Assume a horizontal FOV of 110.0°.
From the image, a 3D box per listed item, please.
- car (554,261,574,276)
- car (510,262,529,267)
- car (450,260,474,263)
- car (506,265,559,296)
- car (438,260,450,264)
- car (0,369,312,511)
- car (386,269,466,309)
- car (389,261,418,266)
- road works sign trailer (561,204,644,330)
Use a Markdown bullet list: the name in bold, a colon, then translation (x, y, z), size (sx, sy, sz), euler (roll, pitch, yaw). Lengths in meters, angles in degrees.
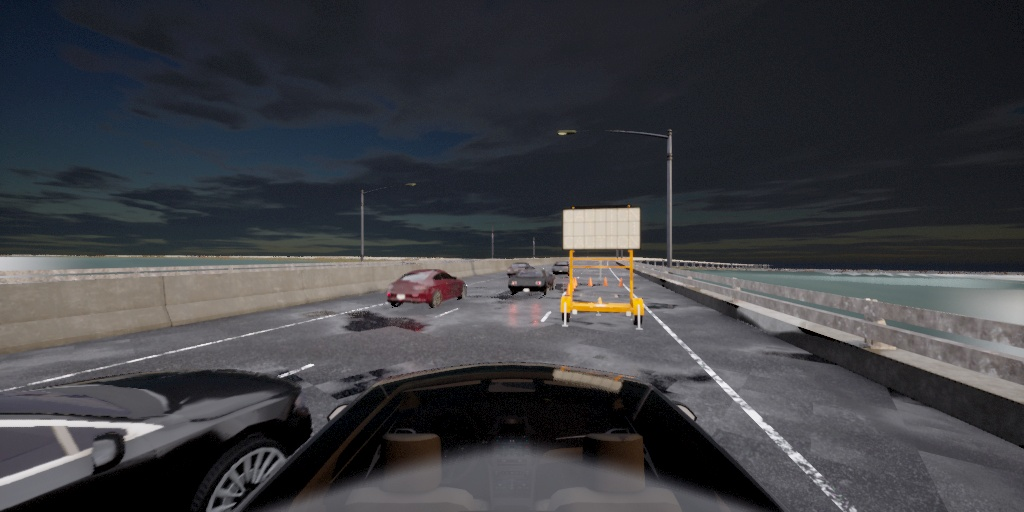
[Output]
- **car**: translation (5.217, 1.247, 36.449), size (2.128, 1.511, 4.902), euler (0, 0, 14)
- **car**: translation (0.889, 1.303, 33.402), size (2.033, 1.411, 5.357), euler (0, 0, 13)
- **car**: translation (-6.328, 1.262, 49.127), size (1.837, 1.490, 4.892), euler (0, 0, 14)
- **car**: translation (1.219, 1.355, 19.540), size (1.895, 1.301, 4.718), euler (0, 0, 13)
- **car**: translation (-9.446, 1.322, 51.106), size (1.994, 1.385, 4.181), euler (0, 0, 14)
- **car**: translation (-2.987, 1.241, 1.201), size (2.128, 1.511, 4.902), euler (0, 0, 13)
- **car**: translation (-3.428, 1.278, 15.015), size (1.812, 1.442, 4.674), euler (0, 0, 13)
- **car**: translation (-14.066, 1.359, 46.932), size (1.895, 1.301, 4.718), euler (0, 0, 14)
- **road works sign trailer**: translation (2.797, 0.217, 11.321), size (2.380, 3.560, 2.880), euler (0, 0, 13)
